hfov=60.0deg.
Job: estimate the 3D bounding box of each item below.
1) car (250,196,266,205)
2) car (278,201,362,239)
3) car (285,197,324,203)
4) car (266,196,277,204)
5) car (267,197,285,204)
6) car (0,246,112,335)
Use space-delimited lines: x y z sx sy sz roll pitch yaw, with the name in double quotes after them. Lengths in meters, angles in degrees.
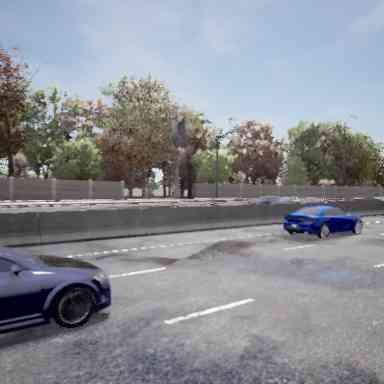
10.023 1.314 45.538 4.553 1.767 2.097 0 0 -35 "car"
6.880 1.456 17.267 5.008 1.535 1.882 0 0 -36 "car"
12.275 1.457 34.261 4.902 1.511 2.128 0 0 -35 "car"
12.287 1.455 42.857 4.902 1.511 2.128 0 0 -35 "car"
11.087 1.565 37.711 4.718 1.301 1.895 0 0 -35 "car"
-3.507 1.564 5.542 4.181 1.385 1.994 0 0 -36 "car"
